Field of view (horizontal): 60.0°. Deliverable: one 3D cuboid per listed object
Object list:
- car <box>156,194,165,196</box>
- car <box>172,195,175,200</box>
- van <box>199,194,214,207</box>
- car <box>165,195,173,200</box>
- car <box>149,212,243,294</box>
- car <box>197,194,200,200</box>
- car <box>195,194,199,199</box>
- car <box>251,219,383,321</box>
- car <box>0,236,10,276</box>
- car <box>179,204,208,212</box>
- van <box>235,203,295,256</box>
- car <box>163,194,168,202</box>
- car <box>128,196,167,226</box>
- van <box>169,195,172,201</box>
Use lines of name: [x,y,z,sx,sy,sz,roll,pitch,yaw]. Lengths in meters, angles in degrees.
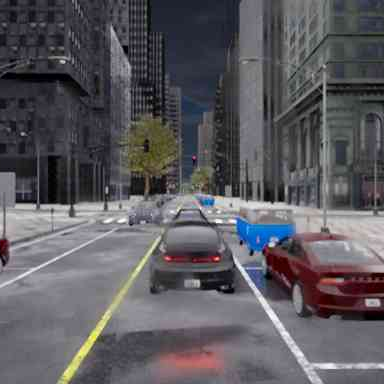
car: [-6.113,1.560,55.916,1.887,1.381,4.507,0,0,0]
car: [-6.314,1.615,87.648,1.947,1.339,4.313,0,0,0]
van: [2.445,1.353,50.788,1.690,1.788,3.998,0,0,0]
car: [-6.346,1.581,92.768,1.752,1.417,4.829,0,0,0]
car: [0.007,1.503,8.781,1.837,1.490,4.892,0,0,0]
car: [2.376,1.565,61.614,1.887,1.381,4.507,0,0,0]
car: [2.308,1.582,72.440,2.008,1.369,4.403,0,0,0]
car: [2.734,1.544,7.279,1.887,1.381,4.507,0,0,0]
car: [-5.821,1.543,7.243,1.887,1.381,4.507,0,0,0]
car: [-0.102,1.563,17.728,1.994,1.385,4.181,0,0,0]
van: [2.700,1.340,12.804,1.690,1.788,3.998,0,0,0]
car: [-6.146,1.335,61.205,2.192,1.841,5.009,0,0,0]
car: [-3.148,1.358,23.586,2.097,1.767,4.553,0,0,0]
van: [-6.246,1.377,77.071,1.690,1.788,3.998,0,0,0]
